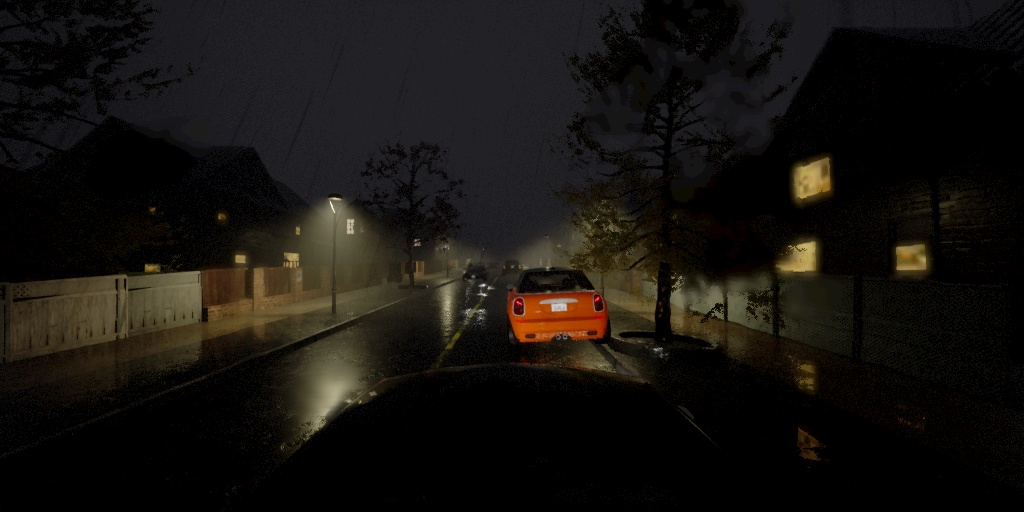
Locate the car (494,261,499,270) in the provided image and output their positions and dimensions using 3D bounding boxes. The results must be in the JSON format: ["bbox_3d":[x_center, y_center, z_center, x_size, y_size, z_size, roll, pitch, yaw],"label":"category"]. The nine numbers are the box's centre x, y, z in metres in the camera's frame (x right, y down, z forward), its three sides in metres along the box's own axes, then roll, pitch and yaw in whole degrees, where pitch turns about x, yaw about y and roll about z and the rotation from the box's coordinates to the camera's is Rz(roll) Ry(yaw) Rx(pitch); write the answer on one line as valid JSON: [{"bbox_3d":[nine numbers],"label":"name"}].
[{"bbox_3d":[-2.803,1.422,54.172,1.994,1.385,4.181,0,0,0],"label":"car"}]

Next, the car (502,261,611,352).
[{"bbox_3d":[0.917,1.059,9.121,2.097,1.767,4.553,-3,-1,0],"label":"car"}]

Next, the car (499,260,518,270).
[{"bbox_3d":[0.043,1.163,37.951,2.097,1.767,4.553,0,0,0],"label":"car"}]

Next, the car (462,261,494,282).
[{"bbox_3d":[-2.877,1.283,29.164,2.128,1.511,4.902,0,0,0],"label":"car"}]
